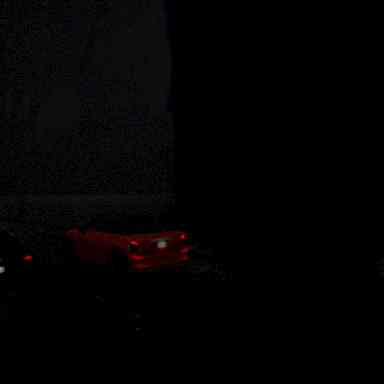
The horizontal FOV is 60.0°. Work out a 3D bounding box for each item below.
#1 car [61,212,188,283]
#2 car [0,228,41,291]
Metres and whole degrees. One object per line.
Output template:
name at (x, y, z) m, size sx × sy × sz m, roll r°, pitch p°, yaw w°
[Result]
car at (-2.214, 1.376, 10.093) m, size 2.097 × 1.767 × 4.553 m, roll 0°, pitch 0°, yaw -43°
car at (-5.430, 1.613, 8.407) m, size 1.994 × 1.385 × 4.181 m, roll -1°, pitch 0°, yaw -43°
